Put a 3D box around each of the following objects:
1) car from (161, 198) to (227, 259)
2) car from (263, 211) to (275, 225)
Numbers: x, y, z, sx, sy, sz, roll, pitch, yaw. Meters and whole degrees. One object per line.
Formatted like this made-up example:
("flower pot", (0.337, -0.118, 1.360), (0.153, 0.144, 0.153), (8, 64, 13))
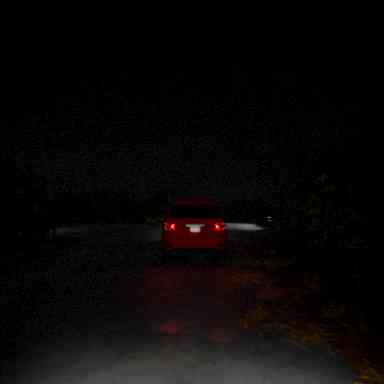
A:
("car", (0.006, 1.254, 12.906), (2.150, 2.045, 5.566), (0, 0, -2))
("car", (7.235, 1.561, 22.333), (4.892, 1.490, 1.837), (0, 0, -2))
